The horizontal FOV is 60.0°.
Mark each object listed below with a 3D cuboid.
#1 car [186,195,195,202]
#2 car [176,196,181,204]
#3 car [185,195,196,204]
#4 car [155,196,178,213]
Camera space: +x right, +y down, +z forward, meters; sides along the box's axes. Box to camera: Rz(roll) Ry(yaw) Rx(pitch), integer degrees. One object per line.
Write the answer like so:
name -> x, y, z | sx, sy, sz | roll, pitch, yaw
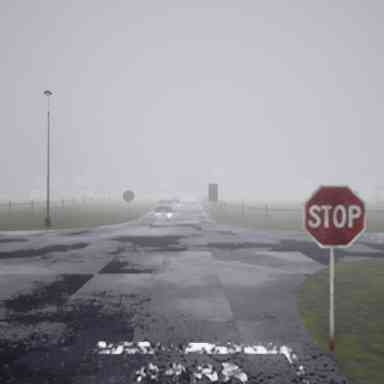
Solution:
car -> -0.295, 1.321, 71.516 | 1.994, 1.385, 4.181 | 0, 0, 0
car -> -3.038, 1.495, 62.063 | 2.033, 1.411, 5.357 | 0, 0, 0
car -> -0.202, 1.473, 61.719 | 1.812, 1.442, 4.674 | 0, 0, 1
car -> -3.002, 1.521, 37.325 | 2.033, 1.411, 5.357 | 0, 0, 0
